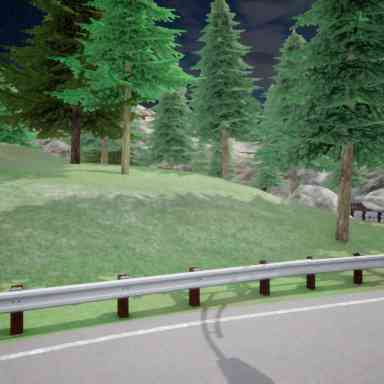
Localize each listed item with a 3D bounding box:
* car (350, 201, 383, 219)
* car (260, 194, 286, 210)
[{"bbox_3d":[15.148,1.541,29.204,1.812,1.442,4.674,0,0,-18],"label":"car"},{"bbox_3d":[10.567,1.236,42.503,2.150,2.045,5.566,0,0,-24],"label":"car"}]
